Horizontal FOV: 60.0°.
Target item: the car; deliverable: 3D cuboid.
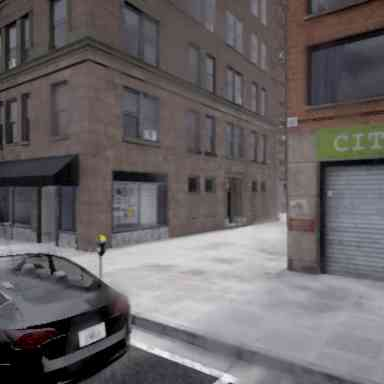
[{"bbox_3d":[-2.760,1.561,4.778,4.313,1.339,1.947,0,0,35],"label":"car"}]
